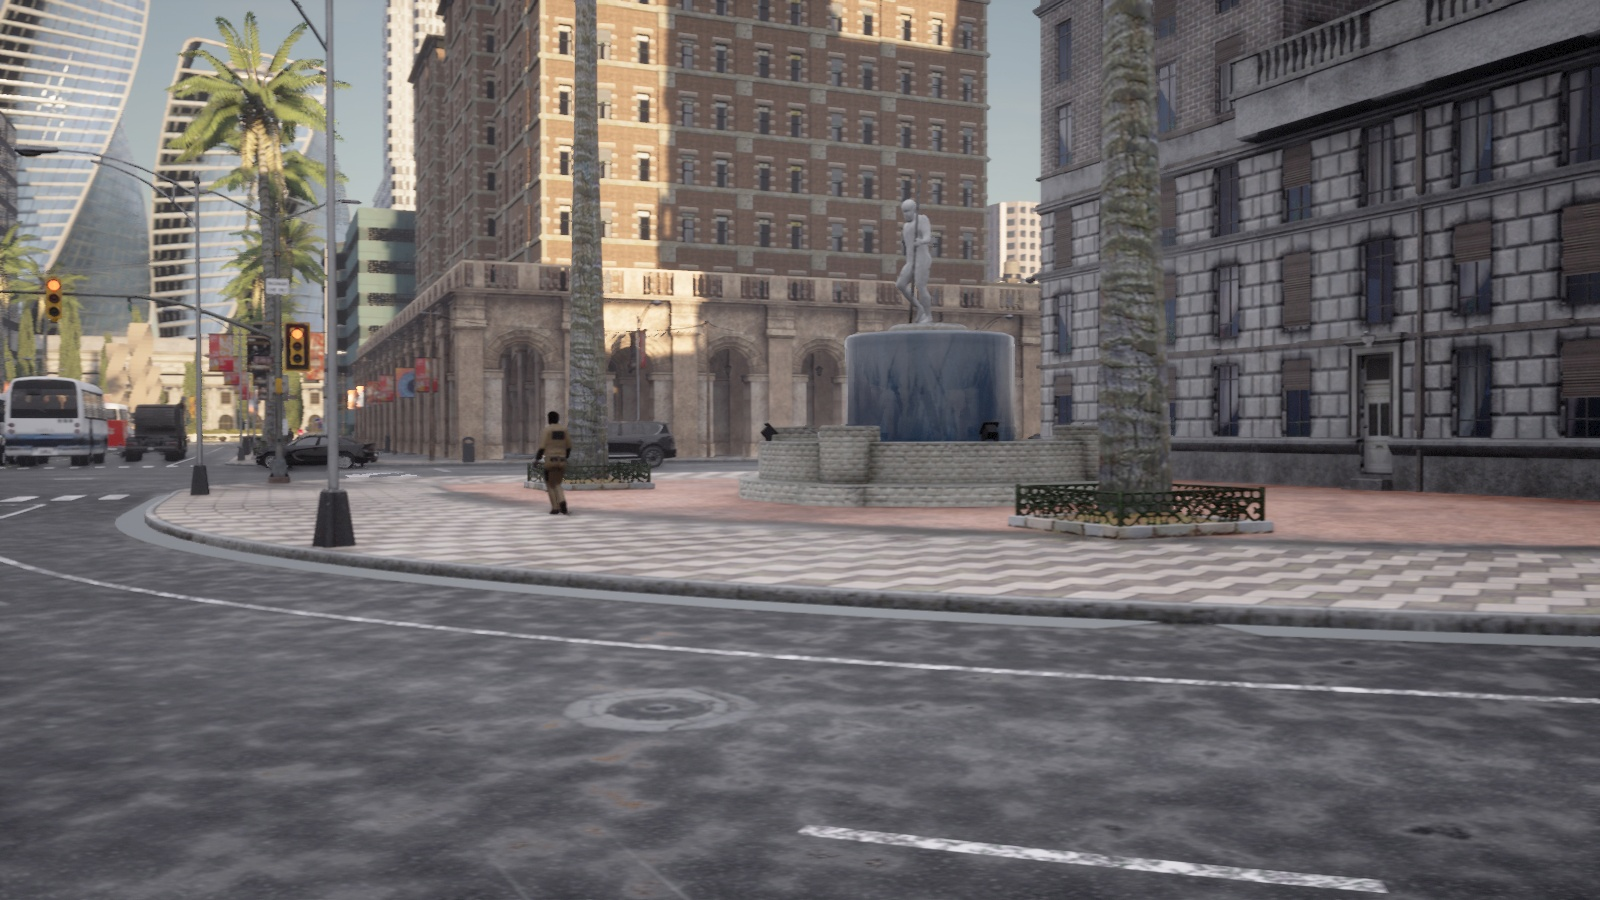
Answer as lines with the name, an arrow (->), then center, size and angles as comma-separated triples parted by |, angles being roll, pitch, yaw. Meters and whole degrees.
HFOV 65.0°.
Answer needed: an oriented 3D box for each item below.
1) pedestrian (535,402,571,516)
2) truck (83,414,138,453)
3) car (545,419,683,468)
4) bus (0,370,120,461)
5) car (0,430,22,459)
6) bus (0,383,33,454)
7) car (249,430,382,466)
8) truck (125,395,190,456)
pedestrian -> -4.261, 0.142, 21.628 | 0.396, 1.930, 0.692 | 0, 1, -31
truck -> -45.258, -1.082, 82.564 | 2.627, 2.467, 5.204 | 0, 1, -23
car -> -8.035, -0.300, 54.278 | 5.566, 2.045, 2.150 | 0, 1, -22
bus -> -37.759, -1.672, 64.548 | 3.944, 4.253, 10.273 | 0, 1, -23
car -> -41.622, -0.309, 64.713 | 1.837, 1.490, 4.892 | 0, 1, -23
bus -> -51.295, -1.942, 78.799 | 3.944, 4.253, 10.273 | 0, 1, -23
car -> -20.911, -0.096, 54.368 | 5.008, 1.535, 1.882 | 0, 1, -3
truck -> -38.548, -1.446, 75.545 | 2.891, 3.462, 7.936 | 0, 1, -23
